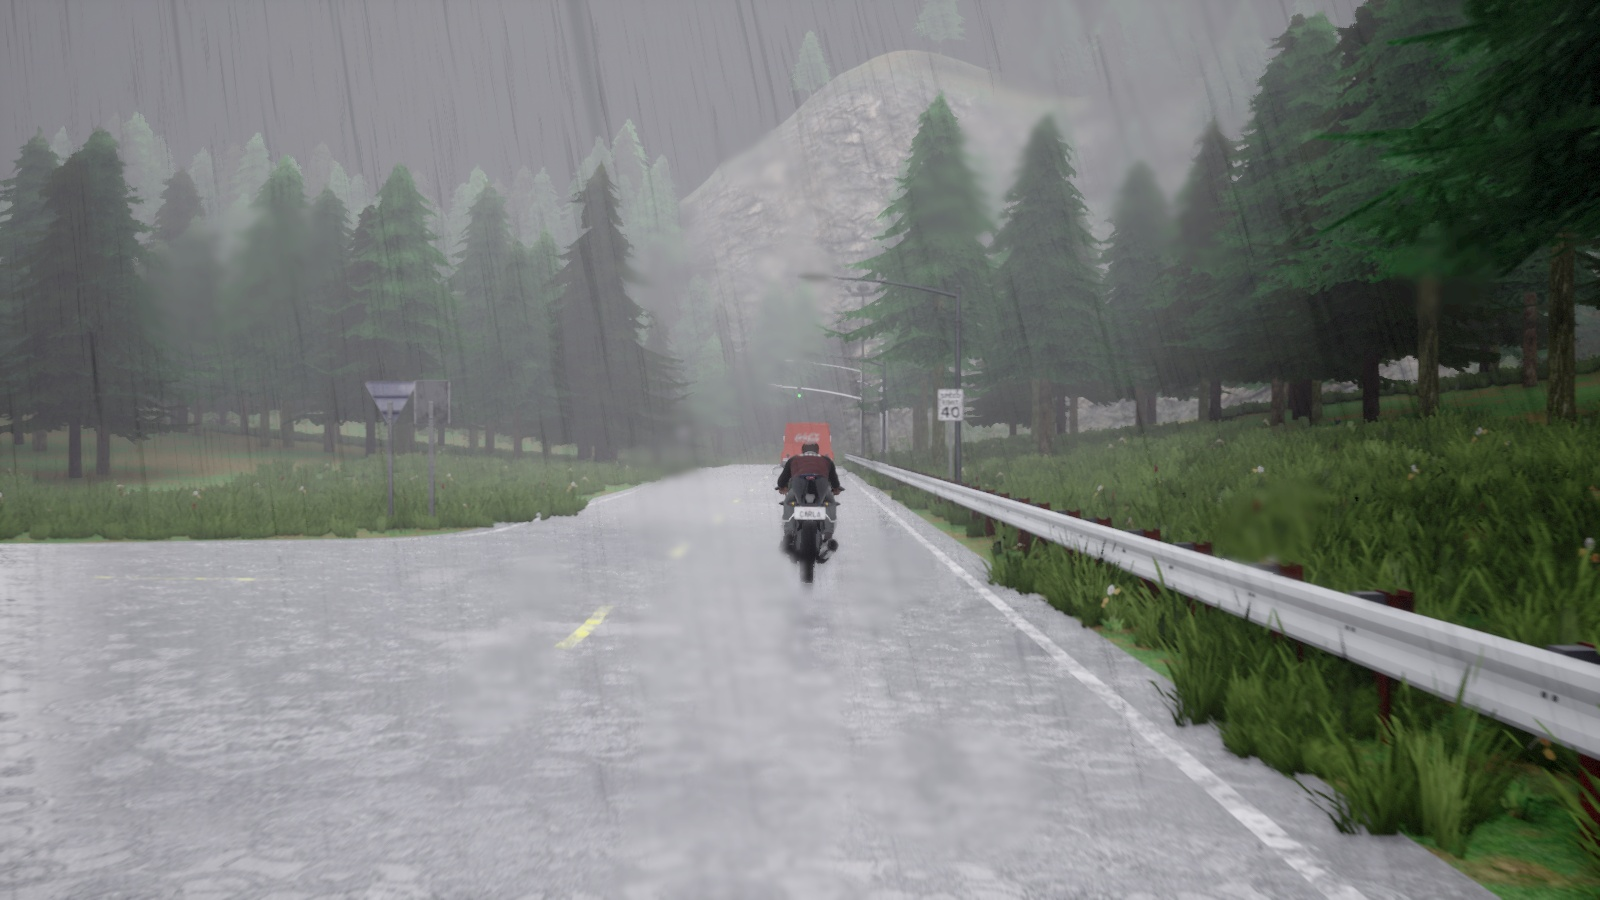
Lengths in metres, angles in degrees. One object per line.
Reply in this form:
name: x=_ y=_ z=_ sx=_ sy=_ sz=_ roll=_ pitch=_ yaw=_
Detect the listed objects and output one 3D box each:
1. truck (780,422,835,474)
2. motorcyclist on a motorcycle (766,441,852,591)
truck: x=0.369 y=-0.109 z=62.151 sx=2.627 sy=2.467 sz=5.204 roll=0 pitch=0 yaw=0
motorcyclist on a motorcycle: x=0.098 y=0.681 z=13.965 sx=0.866 sy=1.530 sz=2.191 roll=1 pitch=0 yaw=0
